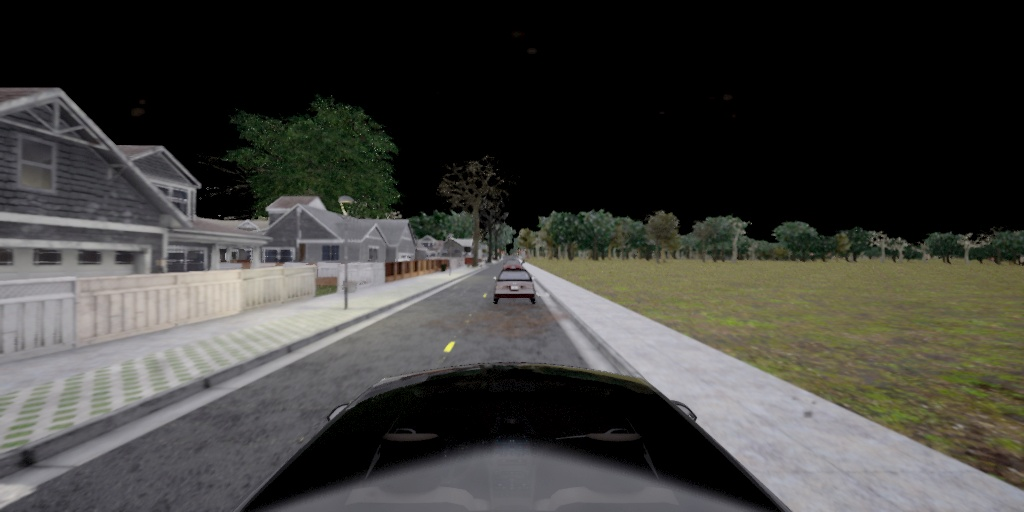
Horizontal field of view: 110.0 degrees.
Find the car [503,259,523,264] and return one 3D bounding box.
[{"bbox_3d":[0.109,1.103,37.787,2.097,1.767,4.553,0,0,0],"label":"car"}]

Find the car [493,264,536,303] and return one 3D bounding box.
[{"bbox_3d":[0.105,1.299,16.743,2.033,1.411,5.357,0,0,0],"label":"car"}]
